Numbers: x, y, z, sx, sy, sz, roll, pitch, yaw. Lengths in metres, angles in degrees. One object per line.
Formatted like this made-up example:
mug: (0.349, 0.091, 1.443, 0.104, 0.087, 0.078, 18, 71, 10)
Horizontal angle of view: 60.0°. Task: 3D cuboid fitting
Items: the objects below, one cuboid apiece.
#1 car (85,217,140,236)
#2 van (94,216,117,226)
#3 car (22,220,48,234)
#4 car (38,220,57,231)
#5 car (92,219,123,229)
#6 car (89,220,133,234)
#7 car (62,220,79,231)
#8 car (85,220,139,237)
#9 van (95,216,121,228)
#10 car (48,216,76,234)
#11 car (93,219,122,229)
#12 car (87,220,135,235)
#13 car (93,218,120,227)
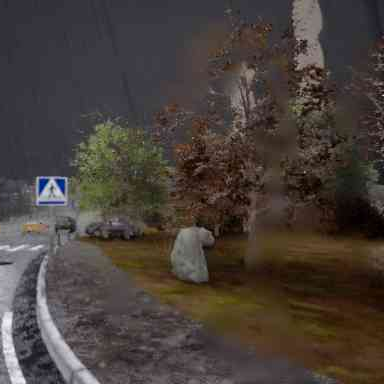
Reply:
car: (-7.210, 3.319, 30.368, 4.892, 1.521, 2.231, 0, -5, -15)
van: (-17.469, 5.917, 67.458, 4.442, 1.987, 1.878, 0, -4, -15)
car: (-18.885, 4.213, 39.763, 1.882, 1.535, 5.008, 0, -5, -15)
car: (-21.637, 4.991, 49.822, 1.882, 1.535, 5.008, 0, -4, -15)
car: (-13.756, 5.244, 54.207, 4.792, 1.488, 2.163, 0, -4, -15)
car: (-9.348, 4.010, 38.316, 4.792, 1.488, 2.163, 0, -4, -15)
car: (-18.610, 5.058, 51.074, 2.128, 1.511, 4.902, 0, -4, -15)
car: (-7.934, 3.541, 33.017, 5.008, 1.535, 2.097, 0, -5, -15)
van: (-15.067, 5.372, 59.560, 4.442, 1.987, 1.878, 0, -4, -15)
car: (-15.870, 4.016, 41.068, 2.150, 2.045, 5.566, 0, -5, -15)
car: (-14.424, 5.435, 56.871, 4.792, 1.488, 2.163, 0, -4, -15)
car: (-8.646, 3.762, 35.667, 4.892, 1.521, 2.231, 0, -5, -15)
car: (-16.634, 5.966, 64.818, 4.892, 1.521, 2.231, 0, -4, -15)
